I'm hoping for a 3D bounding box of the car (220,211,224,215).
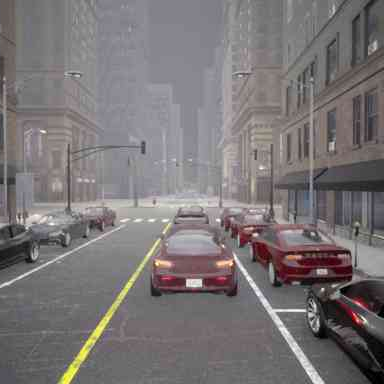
[{"bbox_3d":[2.695,1.543,20.233,1.887,1.381,4.507,-1,0,0],"label":"car"}]

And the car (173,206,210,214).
[{"bbox_3d":[-0.022,1.490,18.275,2.128,1.511,4.902,0,0,1],"label":"car"}]

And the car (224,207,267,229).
[{"bbox_3d":[2.712,1.543,14.727,1.887,1.381,4.507,-1,0,0],"label":"car"}]

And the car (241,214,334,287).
[{"bbox_3d":[2.728,1.544,9.222,1.887,1.381,4.507,-1,0,0],"label":"car"}]

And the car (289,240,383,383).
[{"bbox_3d":[2.745,1.565,3.717,1.947,1.339,4.313,-1,0,0],"label":"car"}]

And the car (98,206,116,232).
[{"bbox_3d":[-5.829,1.543,20.207,1.887,1.381,4.507,-1,0,0],"label":"car"}]

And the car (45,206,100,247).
[{"bbox_3d":[-5.813,1.549,14.702,2.008,1.369,4.403,-1,0,0],"label":"car"}]

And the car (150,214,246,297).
[{"bbox_3d":[0.046,1.525,8.477,1.812,1.442,4.674,0,0,0],"label":"car"}]

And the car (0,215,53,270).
[{"bbox_3d":[-5.796,1.565,9.197,1.947,1.339,4.313,-1,0,0],"label":"car"}]
